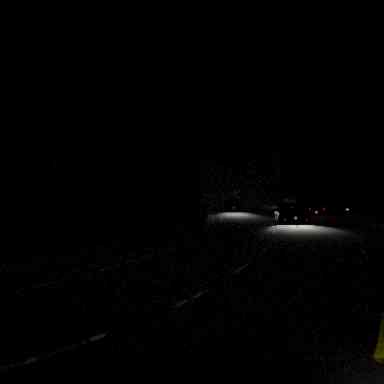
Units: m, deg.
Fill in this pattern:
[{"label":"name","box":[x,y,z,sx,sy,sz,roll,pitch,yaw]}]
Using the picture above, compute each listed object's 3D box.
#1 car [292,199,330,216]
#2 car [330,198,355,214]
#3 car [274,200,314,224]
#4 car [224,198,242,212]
[{"label":"car","box":[11.511,1.553,32.533,1.895,1.301,4.718,0,0,4]},{"label":"car","box":[15.131,1.448,34.442,1.837,1.490,4.892,0,-1,4]},{"label":"car","box":[7.118,1.530,24.093,1.994,1.385,4.181,0,0,7]},{"label":"car","box":[4.693,1.444,38.429,2.128,1.511,4.902,0,0,3]}]
